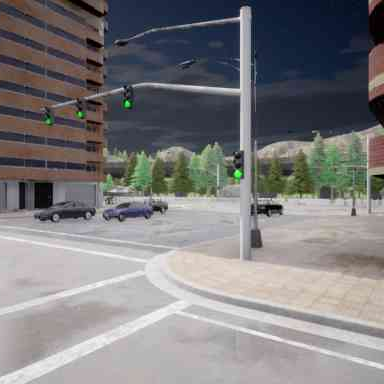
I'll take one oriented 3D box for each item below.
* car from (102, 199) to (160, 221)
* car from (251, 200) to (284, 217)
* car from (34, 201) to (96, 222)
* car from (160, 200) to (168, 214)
[{"bbox_3d":[-5.085,1.526,27.082,1.812,1.442,4.674,0,0,36],"label":"car"},{"bbox_3d":[7.126,1.478,31.740,1.882,1.535,5.008,0,0,36],"label":"car"},{"bbox_3d":[-9.945,1.505,26.345,1.837,1.490,4.892,0,0,36],"label":"car"},{"bbox_3d":[-4.456,1.491,33.882,2.128,1.511,4.902,0,0,36],"label":"car"}]
